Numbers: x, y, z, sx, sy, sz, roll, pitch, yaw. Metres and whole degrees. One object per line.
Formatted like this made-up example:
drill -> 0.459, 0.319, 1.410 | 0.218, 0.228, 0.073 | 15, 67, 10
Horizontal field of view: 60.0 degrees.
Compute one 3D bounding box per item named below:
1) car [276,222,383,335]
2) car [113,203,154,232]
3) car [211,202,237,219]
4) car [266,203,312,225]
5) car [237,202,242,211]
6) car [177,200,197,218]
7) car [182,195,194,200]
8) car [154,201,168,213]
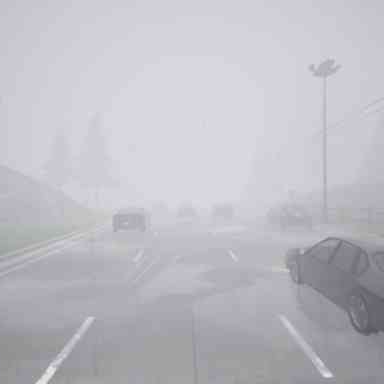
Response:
car -> 3.551, 1.611, 6.805 | 2.033, 1.411, 5.357 | 0, -1, -2
car -> -3.804, 1.692, 21.604 | 1.882, 1.535, 5.008 | 0, -1, -1
car -> 2.961, 1.798, 33.383 | 1.882, 1.535, 5.008 | 0, 0, -1
car -> 6.665, 1.572, 23.246 | 2.097, 1.767, 4.553 | 0, 0, -1
car -> 6.143, 2.073, 49.499 | 1.895, 1.301, 4.718 | 0, -1, -1
car -> -0.565, 1.861, 34.526 | 1.812, 1.442, 4.674 | 0, -1, -1
car -> -0.962, 1.886, 54.816 | 2.097, 1.767, 4.553 | 0, 0, -1
car -> -4.246, 1.931, 43.702 | 1.837, 1.490, 4.892 | 0, -1, -1
